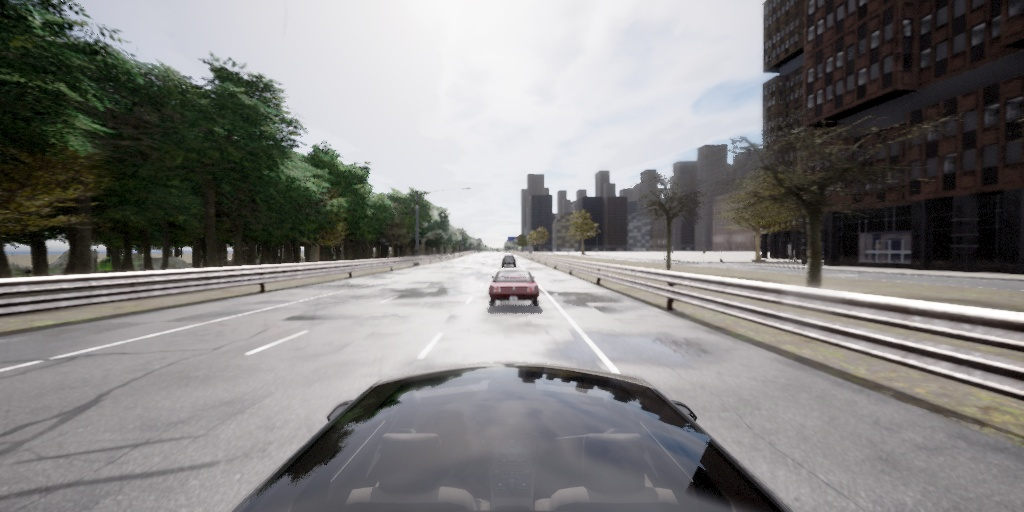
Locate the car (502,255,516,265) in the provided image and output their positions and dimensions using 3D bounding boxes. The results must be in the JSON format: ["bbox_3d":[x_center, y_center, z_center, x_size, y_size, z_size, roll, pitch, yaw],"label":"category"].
[{"bbox_3d":[-0.410,0.584,48.707,2.033,1.649,4.856,0,1,-1],"label":"car"}]

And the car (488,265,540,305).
[{"bbox_3d":[0.059,1.217,15.068,1.895,1.301,4.718,0,1,0],"label":"car"}]
